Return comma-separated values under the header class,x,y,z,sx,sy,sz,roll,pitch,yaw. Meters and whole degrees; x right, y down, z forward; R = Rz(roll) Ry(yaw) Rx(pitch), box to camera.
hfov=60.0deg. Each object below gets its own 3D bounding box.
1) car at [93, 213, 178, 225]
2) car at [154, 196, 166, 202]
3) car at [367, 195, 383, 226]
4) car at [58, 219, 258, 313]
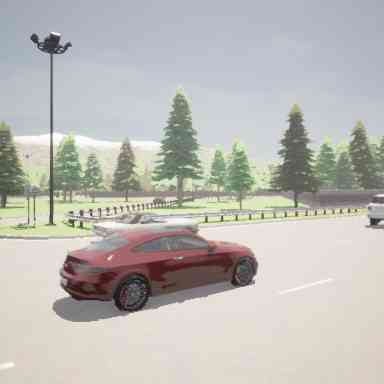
class,x,y,z,sx,sy,sz,roll,pitch,yaw
car,-1.955,1.601,15.234,4.718,1.301,1.895,0,0,-35
car,-6.137,1.525,63.789,1.812,1.442,4.674,0,0,5
car,13.927,1.216,22.229,5.566,2.045,2.150,1,-1,-35
car,-0.555,1.526,7.641,4.674,1.442,1.812,0,0,-35
